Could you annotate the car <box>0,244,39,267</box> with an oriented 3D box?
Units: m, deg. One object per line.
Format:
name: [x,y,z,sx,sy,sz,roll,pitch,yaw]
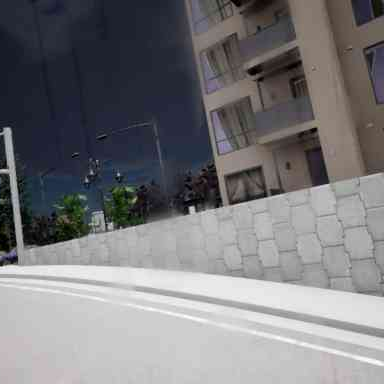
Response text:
car: [-15.552,5.659,29.611,2.097,1.767,4.553,-15,-9,35]
